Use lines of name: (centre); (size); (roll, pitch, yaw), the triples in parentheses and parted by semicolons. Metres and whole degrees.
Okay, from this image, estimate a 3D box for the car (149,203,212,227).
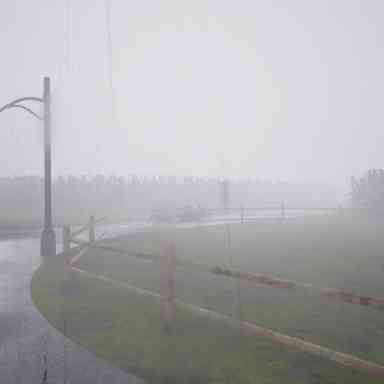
car: (-0.668, 1.504, 22.982); (4.902, 1.511, 2.128); (0, -1, -44)
